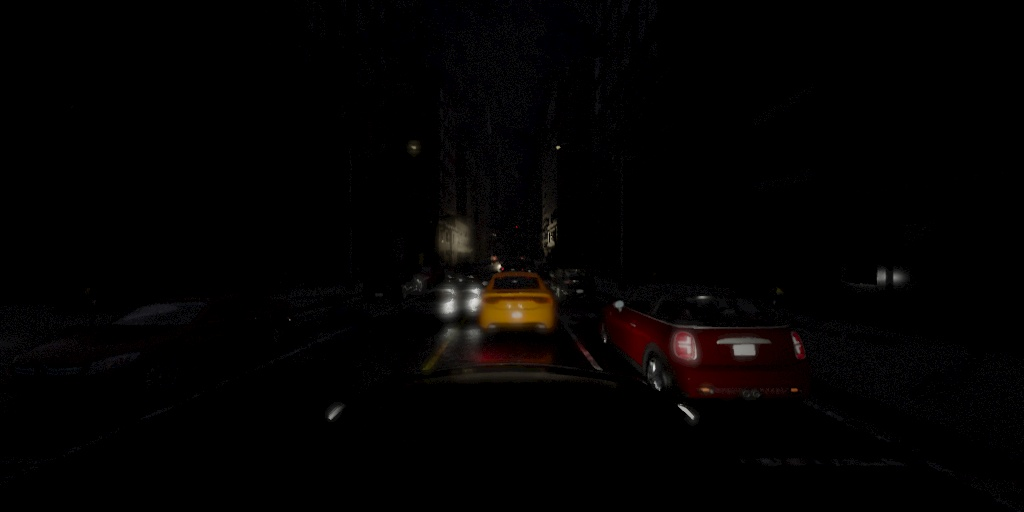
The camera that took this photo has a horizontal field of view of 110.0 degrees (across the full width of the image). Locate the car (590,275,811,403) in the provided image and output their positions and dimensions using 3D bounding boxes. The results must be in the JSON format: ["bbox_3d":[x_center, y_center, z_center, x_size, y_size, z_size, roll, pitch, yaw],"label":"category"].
[{"bbox_3d":[2.868,1.177,6.354,1.967,1.591,4.097,0,0,0],"label":"car"}]

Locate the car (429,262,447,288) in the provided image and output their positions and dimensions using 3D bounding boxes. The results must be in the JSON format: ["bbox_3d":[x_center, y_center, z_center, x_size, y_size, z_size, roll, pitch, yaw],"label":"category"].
[{"bbox_3d":[-5.615,1.278,22.880,1.802,1.307,4.207,0,0,0],"label":"car"}]

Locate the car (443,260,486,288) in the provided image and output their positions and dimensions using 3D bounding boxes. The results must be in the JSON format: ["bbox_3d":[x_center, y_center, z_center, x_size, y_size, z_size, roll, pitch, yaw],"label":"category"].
[{"bbox_3d":[-2.996,1.201,23.555,1.837,1.490,4.892,0,0,1],"label":"car"}]

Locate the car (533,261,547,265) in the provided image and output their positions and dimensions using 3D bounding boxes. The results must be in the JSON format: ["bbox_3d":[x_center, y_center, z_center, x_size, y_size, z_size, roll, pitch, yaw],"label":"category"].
[{"bbox_3d":[2.925,1.248,28.359,1.948,1.339,4.313,0,0,0],"label":"car"}]

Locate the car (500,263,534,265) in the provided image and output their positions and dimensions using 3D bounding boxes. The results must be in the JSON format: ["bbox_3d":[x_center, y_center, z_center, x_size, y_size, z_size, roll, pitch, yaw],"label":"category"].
[{"bbox_3d":[0.146,1.267,19.887,1.994,1.385,4.181,0,0,0],"label":"car"}]

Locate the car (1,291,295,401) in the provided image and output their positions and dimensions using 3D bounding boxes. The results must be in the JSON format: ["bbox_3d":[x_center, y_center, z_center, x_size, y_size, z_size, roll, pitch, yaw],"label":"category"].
[{"bbox_3d":[-5.657,1.319,6.376,1.802,1.307,4.207,0,0,0],"label":"car"}]

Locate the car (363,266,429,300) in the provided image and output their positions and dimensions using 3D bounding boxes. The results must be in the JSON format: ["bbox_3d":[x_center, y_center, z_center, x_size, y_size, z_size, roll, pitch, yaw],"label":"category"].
[{"bbox_3d":[-5.629,1.275,17.379,1.948,1.339,4.313,0,0,0],"label":"car"}]

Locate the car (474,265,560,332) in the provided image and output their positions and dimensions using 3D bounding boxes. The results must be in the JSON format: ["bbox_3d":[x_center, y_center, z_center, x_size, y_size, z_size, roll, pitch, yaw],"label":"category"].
[{"bbox_3d":[0.120,1.204,10.761,1.882,1.535,5.008,0,0,0],"label":"car"}]

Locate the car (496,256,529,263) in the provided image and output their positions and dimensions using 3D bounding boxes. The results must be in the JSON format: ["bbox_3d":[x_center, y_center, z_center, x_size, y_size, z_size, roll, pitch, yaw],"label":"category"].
[{"bbox_3d":[0.100,1.033,28.962,2.097,1.767,4.553,0,0,1],"label":"car"}]

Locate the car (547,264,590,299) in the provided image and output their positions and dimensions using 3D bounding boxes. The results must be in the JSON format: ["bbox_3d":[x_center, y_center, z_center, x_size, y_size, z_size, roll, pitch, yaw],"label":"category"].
[{"bbox_3d":[2.897,1.260,17.357,2.007,1.370,4.403,0,0,0],"label":"car"}]
